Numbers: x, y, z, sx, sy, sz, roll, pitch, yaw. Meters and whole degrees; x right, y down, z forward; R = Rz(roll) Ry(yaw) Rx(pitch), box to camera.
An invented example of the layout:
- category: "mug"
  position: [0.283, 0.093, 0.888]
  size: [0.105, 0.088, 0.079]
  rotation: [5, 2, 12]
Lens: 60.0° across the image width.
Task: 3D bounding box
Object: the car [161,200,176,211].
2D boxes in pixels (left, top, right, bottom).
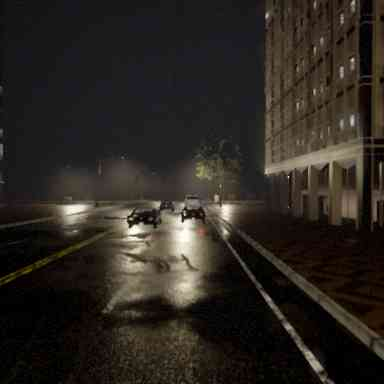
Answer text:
- category: "car"
  position: [-3.161, 1.745, 43.196]
  size: [2.033, 1.411, 5.357]
  rotation: [0, 0, 0]

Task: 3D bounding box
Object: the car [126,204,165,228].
- category: "car"
  position: [-3.157, 1.714, 22.956]
  size: [1.895, 1.301, 4.718]
  rotation: [0, 0, 0]

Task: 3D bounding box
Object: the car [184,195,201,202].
- category: "car"
  position: [0.088, 1.424, 44.789]
  size: [2.150, 2.045, 5.566]
  rotation: [0, 0, 0]

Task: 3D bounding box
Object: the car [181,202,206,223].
- category: "car"
  position: [0.092, 1.732, 27.015]
  size: [1.895, 1.301, 4.718]
  rotation: [0, 0, 0]
